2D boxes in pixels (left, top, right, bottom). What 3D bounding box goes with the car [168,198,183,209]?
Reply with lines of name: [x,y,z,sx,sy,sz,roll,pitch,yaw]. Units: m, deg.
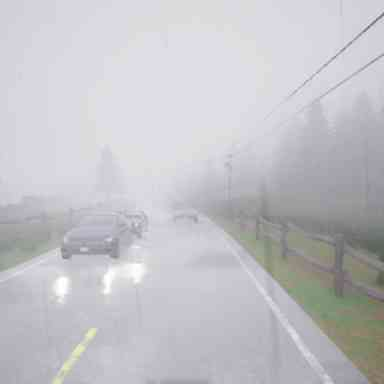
car: [-1.867,1.468,41.202,1.837,1.490,4.892,0,1,-6]

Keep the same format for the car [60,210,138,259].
car: [-3.395,1.515,12.668,1.812,1.442,4.674,0,0,-1]

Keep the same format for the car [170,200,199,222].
car: [-0.572,1.576,25.912,1.895,1.301,4.718,0,0,-3]

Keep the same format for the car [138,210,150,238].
car: [-3.396,1.638,17.723,1.895,1.301,4.718,0,0,-2]
